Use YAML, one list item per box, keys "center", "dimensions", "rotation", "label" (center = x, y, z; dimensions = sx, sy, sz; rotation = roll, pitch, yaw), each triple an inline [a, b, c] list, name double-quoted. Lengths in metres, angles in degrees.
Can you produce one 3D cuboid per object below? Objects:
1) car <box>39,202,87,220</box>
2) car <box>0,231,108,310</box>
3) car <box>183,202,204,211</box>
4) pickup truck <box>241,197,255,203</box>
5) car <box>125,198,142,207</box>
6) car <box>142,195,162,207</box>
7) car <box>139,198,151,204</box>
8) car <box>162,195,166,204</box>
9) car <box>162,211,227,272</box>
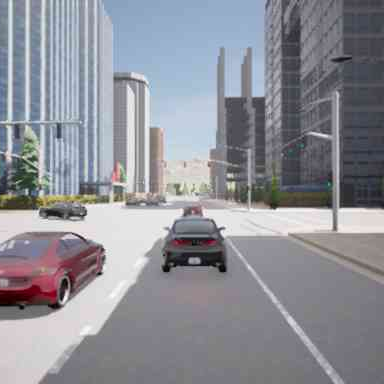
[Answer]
- center: [-11.429, 1.649, 29.434]
  dimensions: [4.902, 1.511, 2.128]
  rotation: [0, -1, 31]
  label: "car"
- center: [-3.438, 1.607, 7.985]
  dimensions: [1.994, 1.385, 4.181]
  rotation: [0, 0, 1]
  label: "car"
- center: [0.086, 1.705, 33.551]
  dimensions: [1.812, 1.442, 4.674]
  rotation: [0, 0, 0]
  label: "car"
- center: [13.124, 1.459, 75.203]
  dimensions: [2.390, 2.098, 6.274]
  rotation: [0, 0, 31]
  label: "pickup truck"
- center: [-10.541, 1.792, 58.984]
  dimensions: [1.882, 1.535, 5.008]
  rotation: [0, 0, 1]
  label: "car"
- center: [-7.047, 1.667, 59.039]
  dimensions: [2.097, 1.767, 4.553]
  rotation: [0, 0, 1]
  label: "car"
- center: [-10.498, 1.950, 74.446]
  dimensions: [1.994, 1.385, 4.181]
  rotation: [0, 0, 0]
  label: "car"
- center: [-6.998, 1.622, 74.436]
  dimensions: [2.150, 2.045, 5.566]
  rotation: [0, 0, 0]
  label: "car"
- center: [0.078, 1.562, 10.955]
  dimensions: [1.837, 1.490, 4.892]
  rotation: [0, -1, 0]
  label: "car"
